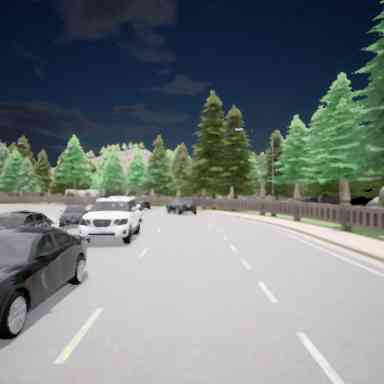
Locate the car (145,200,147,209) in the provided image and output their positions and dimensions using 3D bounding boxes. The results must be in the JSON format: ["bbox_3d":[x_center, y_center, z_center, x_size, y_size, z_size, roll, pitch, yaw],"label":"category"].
[{"bbox_3d":[-5.359,1.316,27.211,2.150,2.045,5.566,0,0,-17],"label":"car"}]

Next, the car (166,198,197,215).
[{"bbox_3d":[-1.248,1.465,36.056,2.097,1.767,4.553,0,0,-25],"label":"car"}]

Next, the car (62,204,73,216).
[{"bbox_3d":[-8.124,1.594,23.608,1.837,1.490,4.892,0,0,-13],"label":"car"}]

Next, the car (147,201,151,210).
[{"bbox_3d":[-7.608,1.663,45.875,1.837,1.490,4.892,0,0,-42],"label":"car"}]

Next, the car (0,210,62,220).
[{"bbox_3d":[-7.286,1.561,13.646,1.837,1.490,4.892,0,0,-2],"label":"car"}]

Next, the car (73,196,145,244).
[{"bbox_3d":[-3.865,1.280,16.566,2.150,2.045,5.566,0,0,-2],"label":"car"}]

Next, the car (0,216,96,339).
[{"bbox_3d":[-3.668,1.506,6.821,1.882,1.535,5.008,0,0,-1],"label":"car"}]
